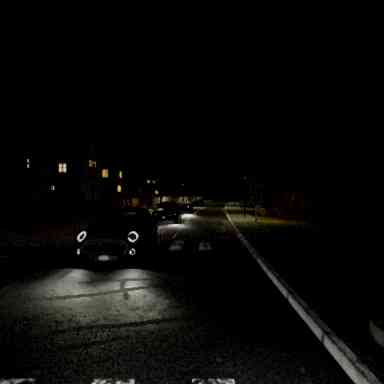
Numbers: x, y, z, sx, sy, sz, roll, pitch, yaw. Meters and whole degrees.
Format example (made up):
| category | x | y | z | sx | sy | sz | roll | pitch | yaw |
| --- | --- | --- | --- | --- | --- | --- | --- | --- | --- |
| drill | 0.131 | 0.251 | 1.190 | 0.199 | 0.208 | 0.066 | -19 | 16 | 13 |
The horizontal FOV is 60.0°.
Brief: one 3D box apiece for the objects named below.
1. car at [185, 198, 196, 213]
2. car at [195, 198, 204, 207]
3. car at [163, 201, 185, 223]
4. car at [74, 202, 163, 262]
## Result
| category | x | y | z | sx | sy | sz | roll | pitch | yaw |
| --- | --- | --- | --- | --- | --- | --- | --- | --- | --- |
| car | -0.938 | 1.673 | 37.721 | 1.895 | 1.301 | 4.718 | 0 | 0 | 5 |
| car | 0.849 | 1.724 | 54.351 | 2.033 | 1.411 | 5.357 | 0 | 0 | 7 |
| car | -1.835 | 1.522 | 25.741 | 1.837 | 1.490 | 4.892 | 0 | 0 | 4 |
| car | -2.506 | 1.350 | 12.007 | 2.097 | 1.767 | 4.553 | 0 | 0 | 2 |
